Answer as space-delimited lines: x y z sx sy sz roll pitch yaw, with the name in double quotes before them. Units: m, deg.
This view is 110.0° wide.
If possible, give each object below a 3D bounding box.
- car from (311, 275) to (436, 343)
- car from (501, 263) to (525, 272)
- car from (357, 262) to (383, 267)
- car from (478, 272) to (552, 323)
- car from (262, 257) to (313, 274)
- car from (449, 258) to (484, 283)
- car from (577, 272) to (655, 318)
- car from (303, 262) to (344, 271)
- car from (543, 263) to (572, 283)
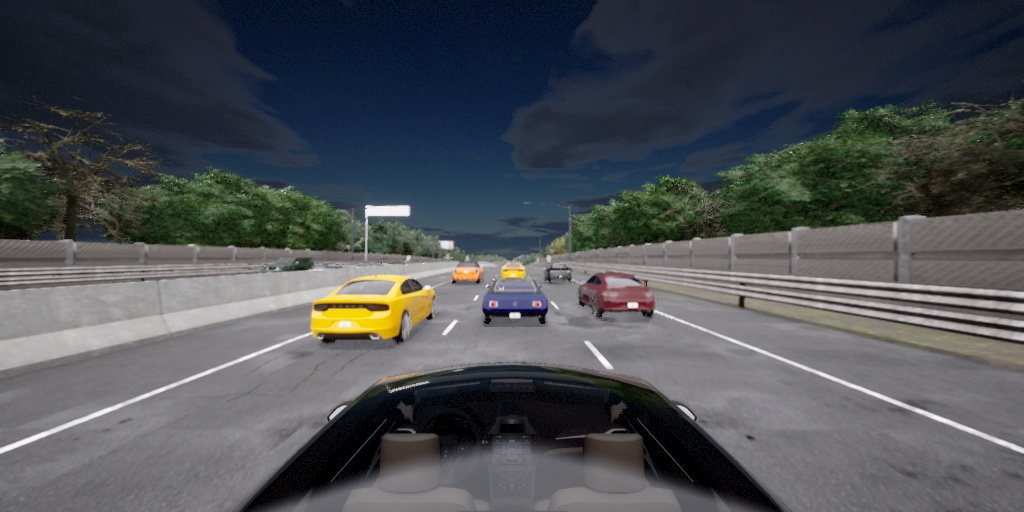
"car" -3.413 1.246 9.828 1.882 1.535 5.008 0 0 0
"car" 0.106 1.327 30.418 1.882 1.535 5.008 0 0 0
"car" -14.083 1.370 35.514 2.128 1.511 4.902 0 0 0
"car" 0.096 1.376 12.187 1.895 1.301 4.718 0 0 0
"car" -21.085 1.092 34.211 2.150 2.045 5.566 0 0 0
"car" -3.398 1.193 28.636 2.097 1.767 4.553 0 0 0
"car" 3.596 1.303 12.960 1.812 1.442 4.674 0 0 0
"car" -17.585 1.473 34.612 1.895 1.301 4.718 0 0 0
"car" 3.603 1.333 28.860 2.128 1.511 4.902 0 0 0
